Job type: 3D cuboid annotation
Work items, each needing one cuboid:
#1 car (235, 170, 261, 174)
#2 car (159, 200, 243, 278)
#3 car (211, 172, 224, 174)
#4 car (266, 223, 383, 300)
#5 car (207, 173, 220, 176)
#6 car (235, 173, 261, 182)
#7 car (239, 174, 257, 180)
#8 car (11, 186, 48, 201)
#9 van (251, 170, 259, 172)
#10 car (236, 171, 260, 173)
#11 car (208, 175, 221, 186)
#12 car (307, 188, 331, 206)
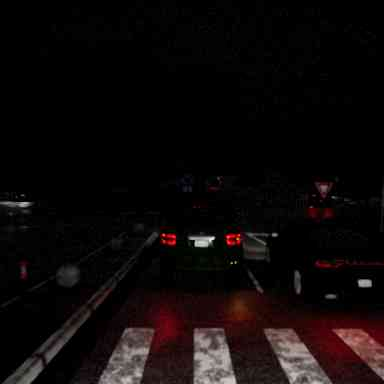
[{"bbox_3d":[14.826,-4.159,88.141,5.566,2.045,2.435,1,5,10],"label":"car"},{"bbox_3d":[0.272,1.256,10.506,2.150,2.045,5.566,0,1,1],"label":"car"},{"bbox_3d":[6.420,-3.655,85.500,1.882,1.535,5.008,1,5,10],"label":"car"},{"bbox_3d":[3.241,1.526,8.624,1.882,1.535,5.008,0,0,1],"label":"car"},{"bbox_3d":[4.821,-2.808,75.601,1.882,1.535,5.008,1,5,9],"label":"car"},{"bbox_3d":[13.380,-3.208,80.064,4.892,1.521,2.231,1,5,10],"label":"car"},{"bbox_3d":[15.250,-4.116,90.850,4.792,1.488,2.163,1,5,11],"label":"car"},{"bbox_3d":[-17.687,0.131,36.374,1.837,1.490,4.892,-1,3,7],"label":"car"},{"bbox_3d":[14.217,-3.902,85.473,4.442,1.987,1.878,1,5,10],"label":"van"},{"bbox_3d":[13.890,-3.566,82.750,4.553,1.767,2.185,1,5,10],"label":"car"},{"bbox_3d":[4.270,-1.930,65.413,1.837,1.490,4.892,0,5,2],"label":"car"},{"bbox_3d":[12.100,0.409,31.711,2.128,1.511,4.902,1,4,16],"label":"car"}]
